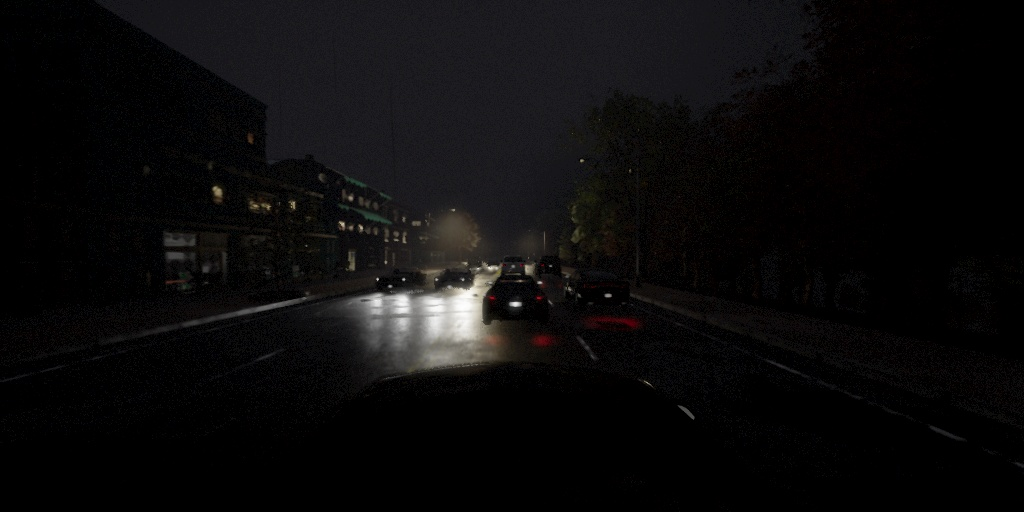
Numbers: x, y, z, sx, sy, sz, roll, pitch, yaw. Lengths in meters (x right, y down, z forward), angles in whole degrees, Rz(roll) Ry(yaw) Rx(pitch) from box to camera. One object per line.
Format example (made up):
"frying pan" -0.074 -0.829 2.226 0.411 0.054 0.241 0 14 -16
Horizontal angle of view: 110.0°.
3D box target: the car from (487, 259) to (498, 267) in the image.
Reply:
"car" -3.264 1.296 63.472 1.994 1.385 4.181 0 0 1

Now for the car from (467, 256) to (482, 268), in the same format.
"car" -6.509 0.959 63.402 2.150 2.045 5.566 0 0 1

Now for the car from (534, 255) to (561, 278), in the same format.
"car" 3.359 0.964 33.787 2.150 2.045 5.566 0 0 0

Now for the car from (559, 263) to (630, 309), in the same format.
"car" 3.354 1.225 14.963 1.882 1.535 5.008 0 0 0

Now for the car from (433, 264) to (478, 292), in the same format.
"car" -3.345 1.346 21.470 1.895 1.301 4.718 0 0 0

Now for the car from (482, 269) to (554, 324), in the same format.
"car" 0.102 1.312 11.984 1.994 1.385 4.181 0 0 0

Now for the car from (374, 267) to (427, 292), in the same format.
"car" -6.594 1.346 21.666 1.895 1.301 4.718 0 0 0

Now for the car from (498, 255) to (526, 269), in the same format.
"car" 0.109 0.964 33.779 2.150 2.045 5.566 0 0 0
